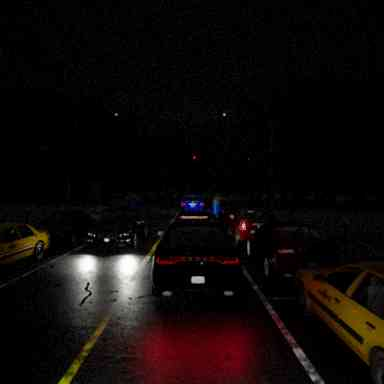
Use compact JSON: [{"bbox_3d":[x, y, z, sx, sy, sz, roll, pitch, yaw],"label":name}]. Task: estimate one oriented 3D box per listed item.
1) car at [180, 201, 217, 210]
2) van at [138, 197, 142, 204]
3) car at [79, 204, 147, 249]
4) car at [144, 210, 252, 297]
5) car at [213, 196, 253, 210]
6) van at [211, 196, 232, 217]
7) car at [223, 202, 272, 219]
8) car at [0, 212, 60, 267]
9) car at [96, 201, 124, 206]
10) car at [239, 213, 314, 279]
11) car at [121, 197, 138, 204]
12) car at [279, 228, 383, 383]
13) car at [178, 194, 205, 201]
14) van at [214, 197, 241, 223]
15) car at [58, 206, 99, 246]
[{"bbox_3d":[0.087,1.478,19.071,2.128,1.511,4.902,0,0,0],"label":"car"},{"bbox_3d":[-5.781,1.322,31.596,1.690,1.788,3.998,0,0,0],"label":"van"},{"bbox_3d":[-3.100,1.494,14.518,1.837,1.490,4.892,0,0,0],"label":"car"},{"bbox_3d":[0.090,1.471,8.627,1.882,1.535,5.008,0,0,0],"label":"car"},{"bbox_3d":[2.750,1.301,20.725,2.192,1.841,5.009,0,0,0],"label":"car"},{"bbox_3d":[2.745,1.322,31.600,1.690,1.788,3.998,0,0,0],"label":"van"},{"bbox_3d":[2.752,1.429,15.287,1.967,1.590,4.097,0,0,0],"label":"car"},{"bbox_3d":[-5.770,1.518,9.676,1.752,1.417,4.829,0,0,0],"label":"car"},{"bbox_3d":[-5.775,1.511,20.551,1.752,1.417,4.829,0,0,0],"label":"car"},{"bbox_3d":[2.755,1.537,9.850,1.887,1.381,4.507,0,0,0],"label":"car"},{"bbox_3d":[-5.778,1.423,26.158,1.967,1.590,4.097,0,0,0],"label":"car"},{"bbox_3d":[2.758,1.522,4.582,1.752,1.417,4.829,0,0,0],"label":"car"},{"bbox_3d":[0.009,1.203,29.438,2.150,2.045,5.566,0,0,-2],"label":"car"},{"bbox_3d":[2.747,1.324,26.162,1.690,1.788,3.998,0,0,0],"label":"van"},{"bbox_3d":[-5.773,1.555,15.283,1.947,1.339,4.313,0,0,0],"label":"car"}]
